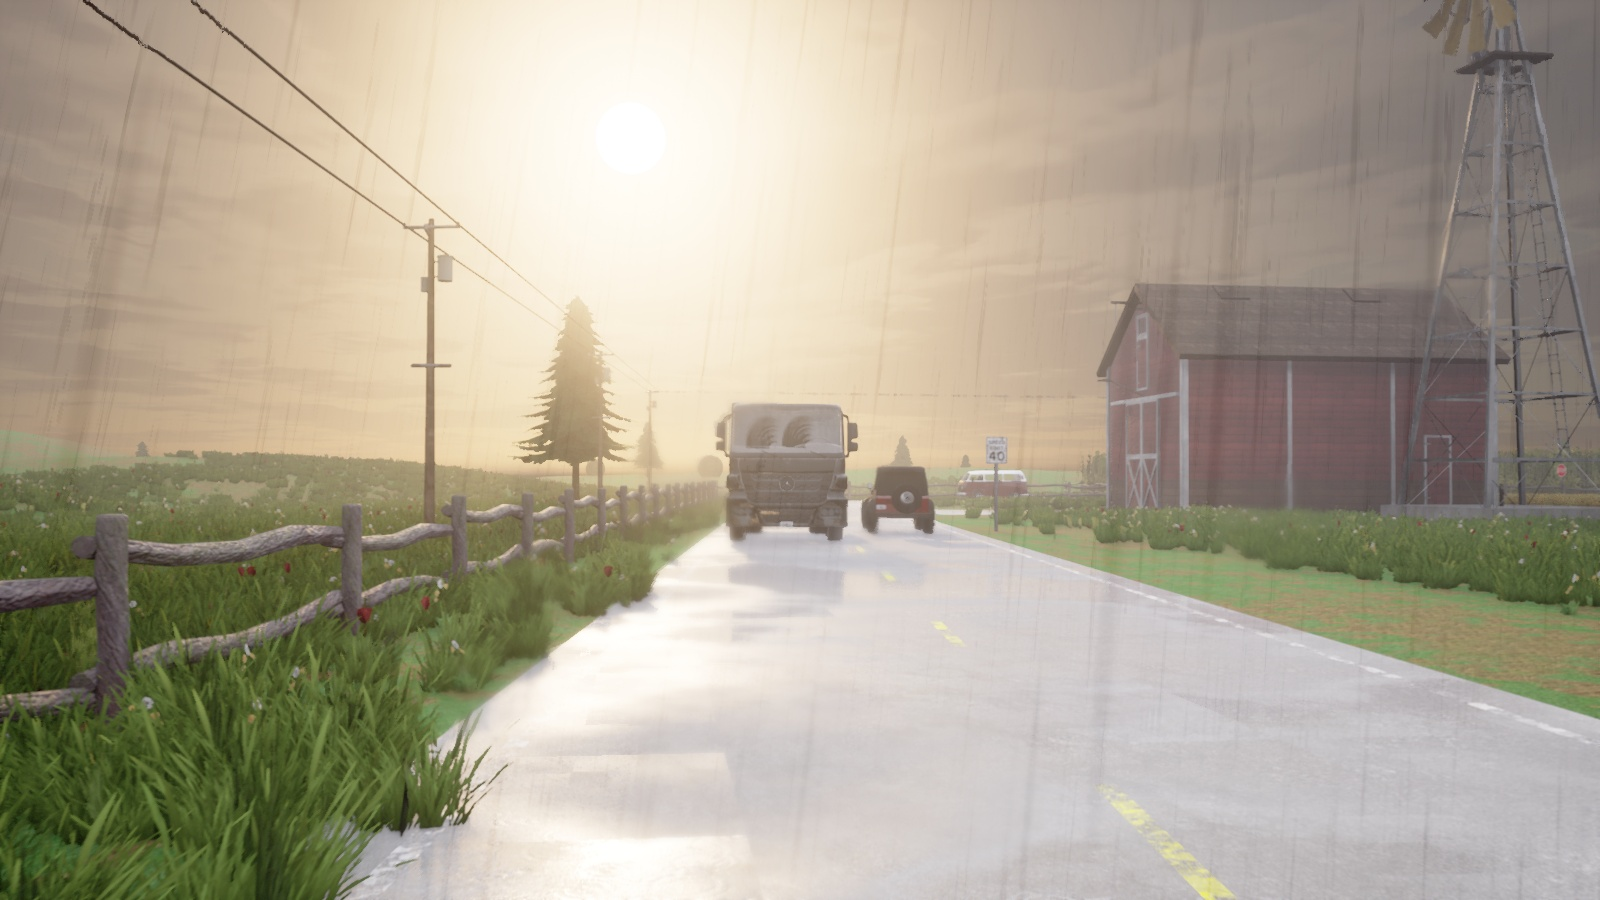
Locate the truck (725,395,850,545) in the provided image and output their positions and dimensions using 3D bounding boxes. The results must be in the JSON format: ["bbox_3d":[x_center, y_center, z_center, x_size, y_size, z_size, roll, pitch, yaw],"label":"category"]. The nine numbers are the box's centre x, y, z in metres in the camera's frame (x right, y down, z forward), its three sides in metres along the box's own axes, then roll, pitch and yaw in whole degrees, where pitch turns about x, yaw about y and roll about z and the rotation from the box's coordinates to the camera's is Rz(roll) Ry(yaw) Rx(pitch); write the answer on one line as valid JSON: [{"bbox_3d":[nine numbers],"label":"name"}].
[{"bbox_3d":[-0.340,0.549,33.072,2.891,3.462,7.936,0,-1,-1],"label":"truck"}]

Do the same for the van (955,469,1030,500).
[{"bbox_3d":[12.583,2.253,82.219,4.480,2.038,2.069,0,-1,-6],"label":"van"}]

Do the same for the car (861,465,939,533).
[{"bbox_3d":[2.826,1.385,36.405,1.905,1.878,3.866,0,-1,-1],"label":"car"}]
